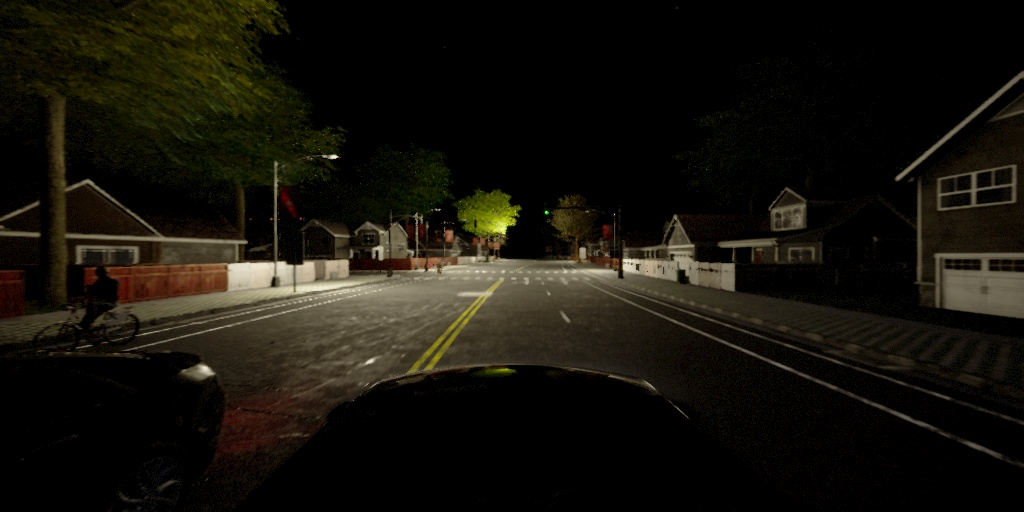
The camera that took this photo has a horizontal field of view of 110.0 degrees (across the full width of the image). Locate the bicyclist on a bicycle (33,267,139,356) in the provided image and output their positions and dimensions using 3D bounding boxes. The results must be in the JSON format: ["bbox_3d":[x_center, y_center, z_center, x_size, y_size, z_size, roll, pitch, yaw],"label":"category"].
[{"bbox_3d":[-8.673,1.107,7.392,0.659,1.776,1.843,0,0,1],"label":"bicyclist on a bicycle"}]

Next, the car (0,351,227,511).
[{"bbox_3d":[-3.332,1.251,0.996,1.837,1.490,4.892,0,0,0],"label":"car"}]

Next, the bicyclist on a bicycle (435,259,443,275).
[{"bbox_3d":[-7.428,1.150,36.710,0.866,1.612,1.509,0,0,5],"label":"bicyclist on a bicycle"}]
